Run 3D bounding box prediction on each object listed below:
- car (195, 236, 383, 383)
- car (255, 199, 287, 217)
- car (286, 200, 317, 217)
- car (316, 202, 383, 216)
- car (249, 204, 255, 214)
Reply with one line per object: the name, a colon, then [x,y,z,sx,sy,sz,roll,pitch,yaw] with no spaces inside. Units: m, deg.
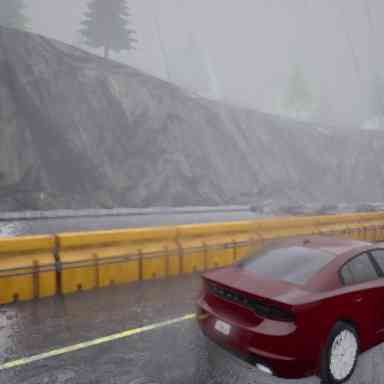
car: [2.388,1.475,5.449,5.008,1.535,1.882,0,0,-35]
car: [8.594,1.477,30.510,4.902,1.511,2.128,0,0,-30]
car: [10.797,1.532,27.798,5.357,1.411,2.033,0,0,-30]
car: [11.946,1.533,24.425,5.357,1.411,2.033,0,0,-30]
car: [8.159,1.462,34.289,5.008,1.535,1.882,0,0,-29]
